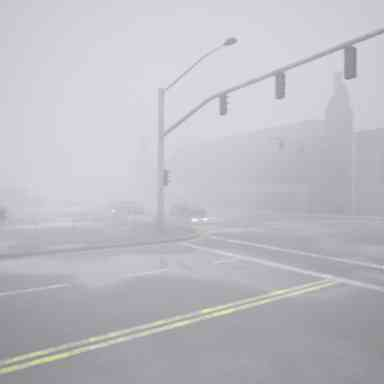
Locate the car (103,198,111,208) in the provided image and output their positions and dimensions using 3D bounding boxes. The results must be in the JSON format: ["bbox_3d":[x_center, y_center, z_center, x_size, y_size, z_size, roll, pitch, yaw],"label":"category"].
[{"bbox_3d":[-11.632,1.653,48.974,1.837,1.490,4.892,1,0,-34],"label":"car"}]

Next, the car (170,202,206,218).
[{"bbox_3d":[-0.411,1.705,32.258,1.994,1.385,4.181,1,0,-34],"label":"car"}]

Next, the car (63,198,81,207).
[{"bbox_3d":[-19.887,1.725,55.116,1.895,1.301,4.718,1,0,-33],"label":"car"}]

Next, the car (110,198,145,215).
[{"bbox_3d":[-6.608,1.621,35.168,1.837,1.490,4.892,1,0,-34],"label":"car"}]

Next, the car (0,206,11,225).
[{"bbox_3d":[-13.544,1.159,20.063,4.605,1.855,1.932,1,0,-35],"label":"car"}]
